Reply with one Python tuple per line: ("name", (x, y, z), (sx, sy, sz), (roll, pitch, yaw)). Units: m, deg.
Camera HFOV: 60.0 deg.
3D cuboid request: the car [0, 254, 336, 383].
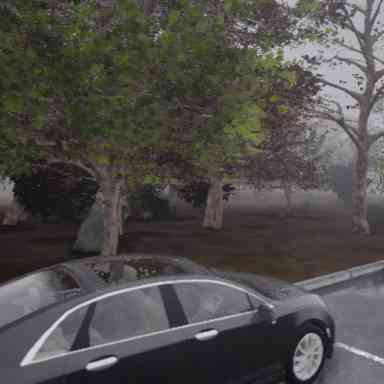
("car", (-0.380, 1.482, 3.763), (4.892, 1.521, 2.231), (-1, 2, -33))
